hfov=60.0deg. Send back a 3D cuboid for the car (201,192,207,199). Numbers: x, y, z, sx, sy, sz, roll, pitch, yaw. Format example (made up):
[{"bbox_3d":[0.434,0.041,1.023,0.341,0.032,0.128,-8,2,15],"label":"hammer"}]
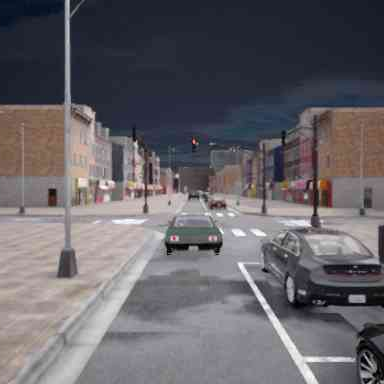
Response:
[{"bbox_3d":[2.909,1.053,53.618,1.947,1.339,4.313,0,0,0],"label":"car"}]

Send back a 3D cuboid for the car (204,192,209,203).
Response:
[{"bbox_3d":[2.854,1.105,42.429,1.752,1.417,4.829,0,0,0],"label":"car"}]

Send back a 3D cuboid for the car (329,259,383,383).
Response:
[{"bbox_3d":[2.650,1.544,1.876,1.947,1.339,4.313,0,1,0],"label":"car"}]

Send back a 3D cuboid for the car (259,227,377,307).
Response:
[{"bbox_3d":[2.679,1.468,7.551,2.008,1.369,4.403,0,1,0],"label":"car"}]

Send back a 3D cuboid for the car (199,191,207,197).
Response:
[{"bbox_3d":[3.109,0.660,93.373,1.967,1.590,4.097,0,0,0],"label":"car"}]

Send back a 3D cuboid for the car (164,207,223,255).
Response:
[{"bbox_3d":[0.010,1.465,12.647,1.895,1.301,4.718,0,1,-1],"label":"car"}]

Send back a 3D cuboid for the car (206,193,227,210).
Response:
[{"bbox_3d":[2.824,1.176,36.580,1.887,1.381,4.507,0,1,0],"label":"car"}]

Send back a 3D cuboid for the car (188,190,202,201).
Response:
[{"bbox_3d":[0.351,0.629,64.106,2.150,2.045,5.566,0,0,1],"label":"car"}]

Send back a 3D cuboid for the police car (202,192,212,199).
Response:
[{"bbox_3d":[3.387,0.763,74.855,1.930,1.638,5.238,0,0,0],"label":"police car"}]

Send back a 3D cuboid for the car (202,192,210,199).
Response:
[{"bbox_3d":[3.437,0.820,81.746,1.812,1.442,4.674,0,0,0],"label":"car"}]

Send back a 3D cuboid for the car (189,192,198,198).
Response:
[{"bbox_3d":[0.388,0.698,76.730,2.033,1.411,5.357,0,0,0],"label":"car"}]
